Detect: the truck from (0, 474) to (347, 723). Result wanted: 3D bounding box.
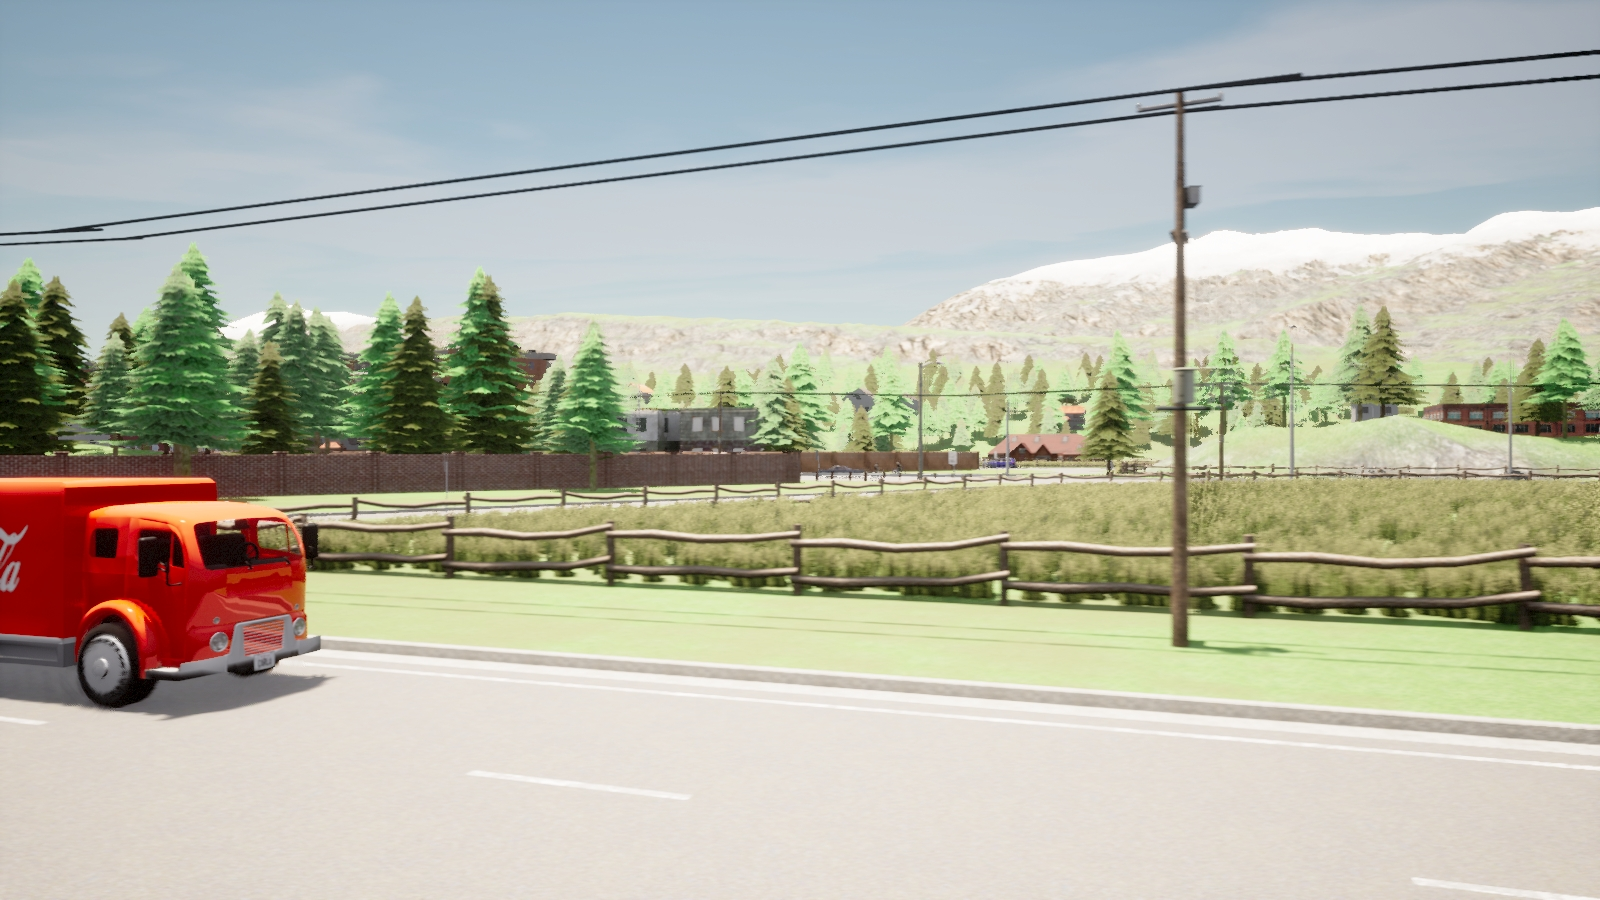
[{"bbox_3d":[-8.517,1.568,13.849,5.204,2.467,2.627,0,0,20],"label":"truck"}]
